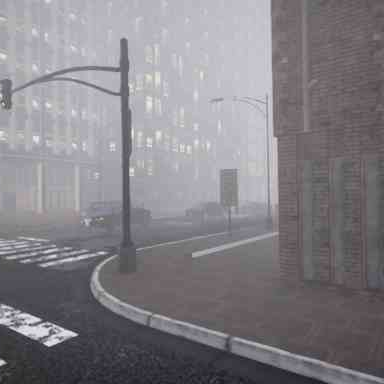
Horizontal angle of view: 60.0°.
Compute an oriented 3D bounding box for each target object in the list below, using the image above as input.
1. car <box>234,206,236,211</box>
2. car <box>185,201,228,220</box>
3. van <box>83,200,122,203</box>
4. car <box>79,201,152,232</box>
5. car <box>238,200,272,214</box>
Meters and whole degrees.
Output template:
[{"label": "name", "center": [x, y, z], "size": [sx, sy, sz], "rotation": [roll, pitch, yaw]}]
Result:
[{"label": "car", "center": [6.865, 1.685, 41.370], "size": [1.752, 1.417, 4.829], "rotation": [-2, -1, 36]}, {"label": "car", "center": [1.329, 1.560, 29.197], "size": [1.882, 1.535, 5.008], "rotation": [-1, -1, 36]}, {"label": "van", "center": [-5.974, 1.457, 23.464], "size": [1.690, 1.788, 3.998], "rotation": [-2, -1, 36]}, {"label": "car", "center": [-4.598, 1.555, 20.949], "size": [2.128, 1.511, 4.902], "rotation": [-1, -1, 34]}, {"label": "car", "center": [7.283, 1.704, 37.485], "size": [1.895, 1.301, 4.718], "rotation": [-1, -1, 36]}]
